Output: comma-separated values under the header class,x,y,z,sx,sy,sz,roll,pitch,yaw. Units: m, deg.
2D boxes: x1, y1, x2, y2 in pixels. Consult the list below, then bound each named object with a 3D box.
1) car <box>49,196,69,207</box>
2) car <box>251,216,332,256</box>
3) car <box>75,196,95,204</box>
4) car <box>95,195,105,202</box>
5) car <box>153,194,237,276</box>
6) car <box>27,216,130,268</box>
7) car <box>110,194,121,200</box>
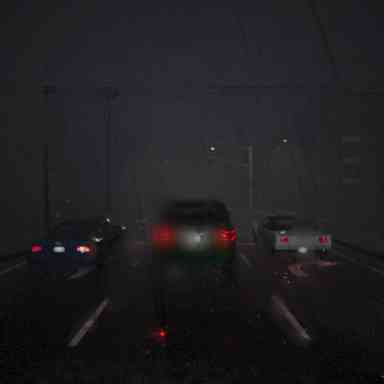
class,x,y,z,sx,sy,sz,roll,pitch,yaw
car,-19.620,1.390,48.816,1.837,1.490,4.892,0,0,-1
car,3.578,1.570,12.956,1.895,1.301,4.718,0,0,0
car,-19.799,1.455,60.909,1.895,1.301,4.718,0,0,0
car,-19.778,1.332,70.647,1.837,1.490,4.892,0,0,0
car,0.080,1.198,10.412,2.150,2.045,5.566,0,0,0
car,-3.423,1.521,11.080,2.033,1.411,5.357,0,0,0
car,-19.770,1.314,83.029,1.812,1.442,4.674,0,0,0
